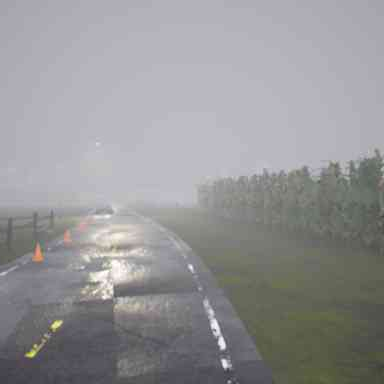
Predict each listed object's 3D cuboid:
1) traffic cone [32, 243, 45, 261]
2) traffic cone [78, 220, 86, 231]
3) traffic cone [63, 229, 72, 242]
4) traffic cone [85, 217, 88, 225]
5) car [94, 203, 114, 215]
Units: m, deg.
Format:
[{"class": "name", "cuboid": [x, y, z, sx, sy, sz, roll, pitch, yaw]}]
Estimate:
[{"class": "traffic cone", "cuboid": [-5.455, 2.109, 11.805, 0.340, 0.580, 0.340, 0, -1, -8]}, {"class": "traffic cone", "cuboid": [-7.203, 2.226, 21.402, 0.340, 0.580, 0.340, 0, -1, -13]}, {"class": "traffic cone", "cuboid": [-6.212, 2.168, 16.625, 0.340, 0.580, 0.340, 0, -1, -10]}, {"class": "traffic cone", "cuboid": [-8.405, 2.283, 26.202, 0.340, 0.580, 0.340, 0, -1, -14]}, {"class": "car", "cuboid": [-10.816, 2.058, 40.608, 1.994, 1.385, 4.181, 0, -1, -19]}]
